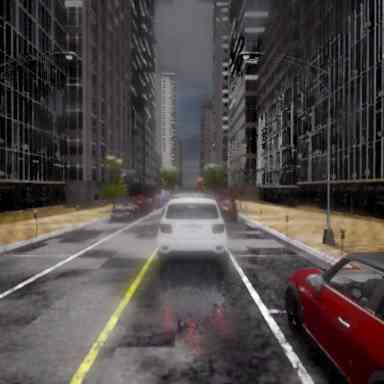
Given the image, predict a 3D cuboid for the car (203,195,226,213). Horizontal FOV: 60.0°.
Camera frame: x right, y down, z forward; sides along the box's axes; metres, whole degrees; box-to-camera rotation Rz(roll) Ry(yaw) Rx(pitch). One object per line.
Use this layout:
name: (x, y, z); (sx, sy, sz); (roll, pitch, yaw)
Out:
car: (2.501, 1.356, 37.969); (2.192, 1.841, 5.009); (-1, 0, 0)

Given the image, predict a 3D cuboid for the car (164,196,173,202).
car: (-5.361, 1.682, 77.476); (1.802, 1.307, 4.206); (-1, 0, 0)

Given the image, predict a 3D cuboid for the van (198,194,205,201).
van: (2.511, 1.460, 88.808); (1.690, 1.788, 3.998); (-1, 0, 0)

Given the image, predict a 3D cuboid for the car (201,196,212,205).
car: (2.721, 1.584, 63.897); (1.837, 1.490, 4.892); (0, 0, 0)

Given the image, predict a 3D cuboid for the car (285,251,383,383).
car: (2.519, 1.444, 4.076); (1.967, 1.590, 4.097); (-1, 0, 0)

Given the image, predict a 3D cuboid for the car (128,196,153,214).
car: (-5.343, 1.349, 32.287); (2.192, 1.841, 5.009); (-1, 0, 0)

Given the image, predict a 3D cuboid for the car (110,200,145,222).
car: (-5.337, 1.578, 26.638); (2.008, 1.369, 4.403); (-1, 0, 0)

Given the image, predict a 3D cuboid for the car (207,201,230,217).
car: (2.507, 1.616, 32.320); (1.802, 1.307, 4.206); (-1, 0, 0)

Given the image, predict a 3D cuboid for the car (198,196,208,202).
car: (2.519, 1.650, 77.510); (2.008, 1.369, 4.403); (-1, 0, 0)

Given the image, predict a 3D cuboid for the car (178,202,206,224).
car: (0.014, 1.574, 26.383); (2.033, 1.411, 5.357); (0, 0, 0)

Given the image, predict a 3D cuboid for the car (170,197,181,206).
car: (-2.836, 1.595, 57.947); (1.812, 1.442, 4.674); (0, 0, 0)

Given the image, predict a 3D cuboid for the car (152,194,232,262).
car: (0.031, 1.235, 12.363); (2.150, 2.045, 5.566); (0, 0, 1)

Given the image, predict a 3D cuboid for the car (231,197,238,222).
car: (2.506, 1.342, 26.672); (2.192, 1.841, 5.009); (-1, 0, 0)

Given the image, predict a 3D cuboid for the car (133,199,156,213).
car: (-5.343, 1.592, 37.936); (2.008, 1.369, 4.403); (-1, 0, 0)

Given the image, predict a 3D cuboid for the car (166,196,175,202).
car: (-5.366, 1.654, 83.125); (1.887, 1.381, 4.507); (-1, 0, 0)

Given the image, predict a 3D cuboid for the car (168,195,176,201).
car: (-5.368, 1.559, 88.773); (1.967, 1.590, 4.097); (-1, 0, 0)
